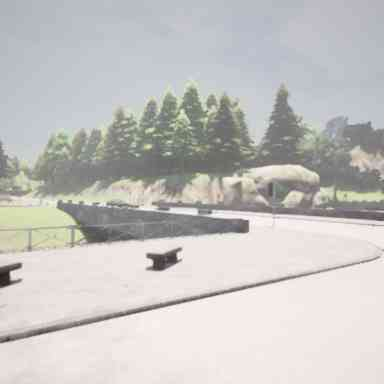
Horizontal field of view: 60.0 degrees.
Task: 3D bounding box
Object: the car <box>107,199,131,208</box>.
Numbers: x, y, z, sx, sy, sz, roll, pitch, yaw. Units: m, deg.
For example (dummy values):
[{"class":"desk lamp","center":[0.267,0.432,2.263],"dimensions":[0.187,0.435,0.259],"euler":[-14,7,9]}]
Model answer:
[{"class":"car","center":[-10.625,1.753,48.008],"dimensions":[2.033,1.411,5.357],"euler":[1,0,-35]}]
